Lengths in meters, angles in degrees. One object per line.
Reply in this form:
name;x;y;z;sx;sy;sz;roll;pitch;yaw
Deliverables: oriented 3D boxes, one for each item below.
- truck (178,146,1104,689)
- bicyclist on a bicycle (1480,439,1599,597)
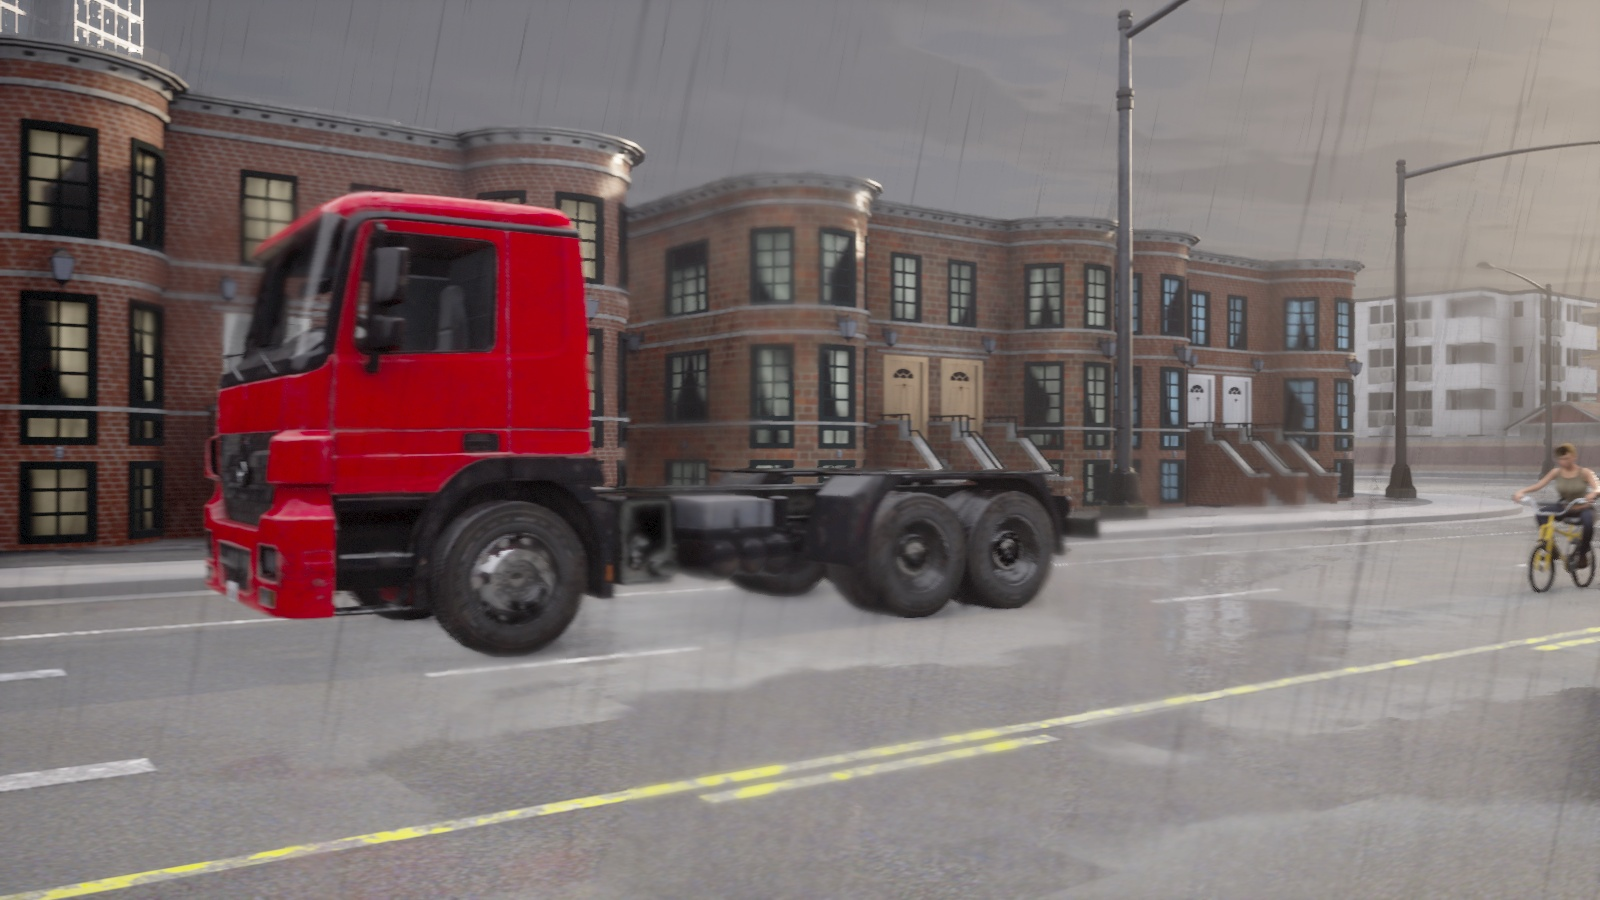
truck;-1.055;-0.207;11.457;7.936;3.462;2.891;0;0;-35
bicyclist on a bicycle;8.215;0.697;13.640;1.509;1.612;0.866;0;0;-35
